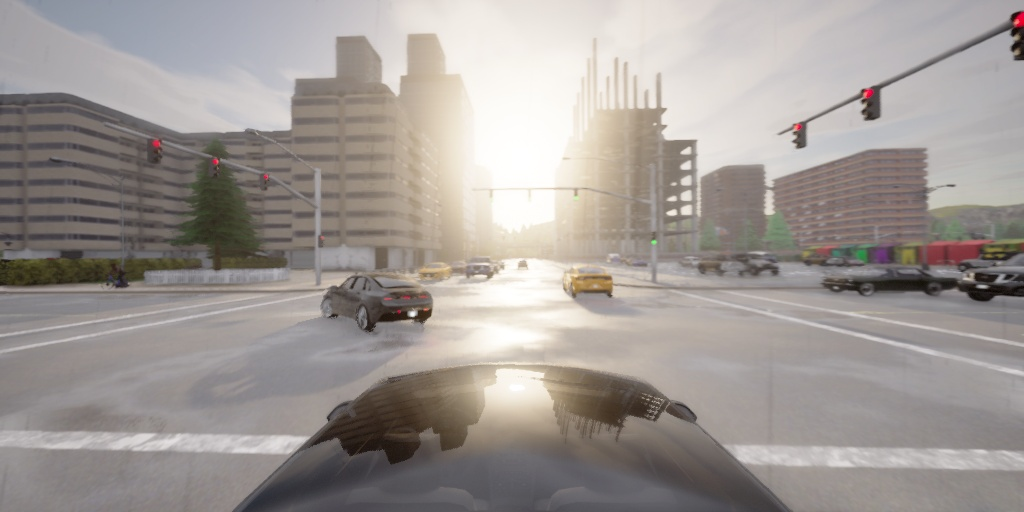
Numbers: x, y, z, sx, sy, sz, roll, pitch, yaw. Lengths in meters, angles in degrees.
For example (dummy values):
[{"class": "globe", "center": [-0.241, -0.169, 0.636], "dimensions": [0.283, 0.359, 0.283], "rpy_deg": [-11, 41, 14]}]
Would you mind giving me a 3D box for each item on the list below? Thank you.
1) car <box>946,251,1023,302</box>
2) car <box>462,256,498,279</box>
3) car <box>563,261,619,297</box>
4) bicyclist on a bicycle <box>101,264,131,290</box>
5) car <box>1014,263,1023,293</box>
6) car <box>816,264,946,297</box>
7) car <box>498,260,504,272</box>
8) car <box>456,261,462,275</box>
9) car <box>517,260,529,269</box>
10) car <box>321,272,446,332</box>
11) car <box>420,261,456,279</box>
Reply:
[{"class": "car", "center": [20.555, 0.783, 13.411], "dimensions": [5.566, 2.045, 2.150], "rpy_deg": [-1, 0, 4]}, {"class": "car", "center": [-2.922, 1.015, 33.724], "dimensions": [2.150, 2.045, 5.566], "rpy_deg": [-1, 0, 2]}, {"class": "car", "center": [3.789, 1.200, 18.566], "dimensions": [1.882, 1.535, 5.008], "rpy_deg": [-1, 0, 1]}, {"class": "bicyclist on a bicycle", "center": [-24.958, 1.297, 22.601], "dimensions": [0.582, 1.620, 1.656], "rpy_deg": [-1, 0, 2]}, {"class": "car", "center": [27.340, 1.046, 16.467], "dimensions": [5.357, 1.411, 2.033], "rpy_deg": [-1, 0, 4]}, {"class": "car", "center": [17.717, 1.191, 17.088], "dimensions": [4.718, 1.301, 1.895], "rpy_deg": [-1, 0, 3]}, {"class": "car", "center": [-2.504, 1.286, 43.456], "dimensions": [2.128, 1.511, 4.902], "rpy_deg": [-1, 0, 3]}, {"class": "car", "center": [-6.135, 1.305, 40.573], "dimensions": [1.882, 1.535, 5.008], "rpy_deg": [-1, 0, 2]}, {"class": "car", "center": [1.738, 1.308, 57.080], "dimensions": [2.033, 1.411, 5.357], "rpy_deg": [-1, 0, 2]}, {"class": "car", "center": [-4.344, 1.301, 11.279], "dimensions": [1.837, 1.490, 4.892], "rpy_deg": [2, -2, -45]}, {"class": "car", "center": [-6.535, 1.304, 31.009], "dimensions": [1.882, 1.535, 5.008], "rpy_deg": [-1, 0, 2]}]
